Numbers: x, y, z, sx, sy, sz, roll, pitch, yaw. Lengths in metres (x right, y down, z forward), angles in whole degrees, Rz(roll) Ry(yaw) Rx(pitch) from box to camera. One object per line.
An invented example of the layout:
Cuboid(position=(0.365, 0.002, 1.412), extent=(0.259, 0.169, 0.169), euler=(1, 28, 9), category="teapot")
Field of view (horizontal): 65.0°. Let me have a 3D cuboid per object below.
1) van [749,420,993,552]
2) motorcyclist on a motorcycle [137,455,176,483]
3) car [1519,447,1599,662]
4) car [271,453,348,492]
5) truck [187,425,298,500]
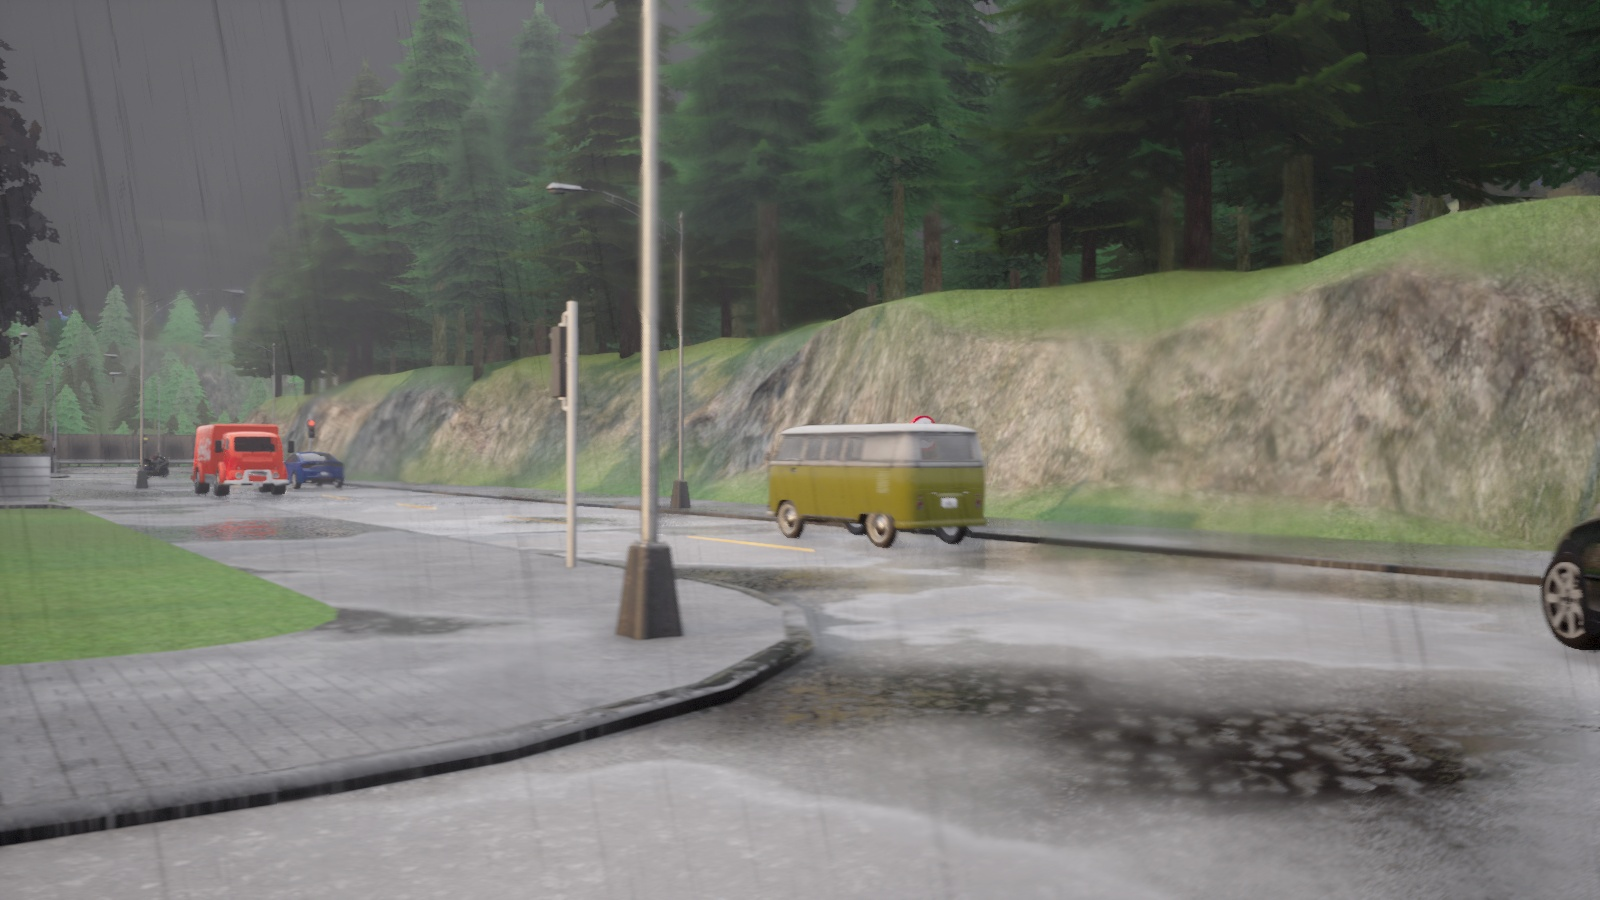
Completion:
Cuboid(position=(1.073, 0.549, 21.236), extent=(1.775, 1.987, 4.442), euler=(0, 0, -34), category="van")
Cuboid(position=(-35.994, 1.039, 70.270), extent=(0.866, 1.530, 2.191), euler=(-1, 0, 7), category="motorcyclist on a motorcycle")
Cuboid(position=(6.433, 0.717, 8.303), extent=(1.970, 1.475, 3.806), euler=(0, 0, 14), category="car")
Cuboid(position=(-20.435, 0.901, 52.203), extent=(1.882, 1.535, 5.008), euler=(0, 0, -35), category="car")
Cuboid(position=(-19.570, 0.414, 43.948), extent=(2.627, 2.467, 5.204), euler=(0, 0, -35), category="truck")
